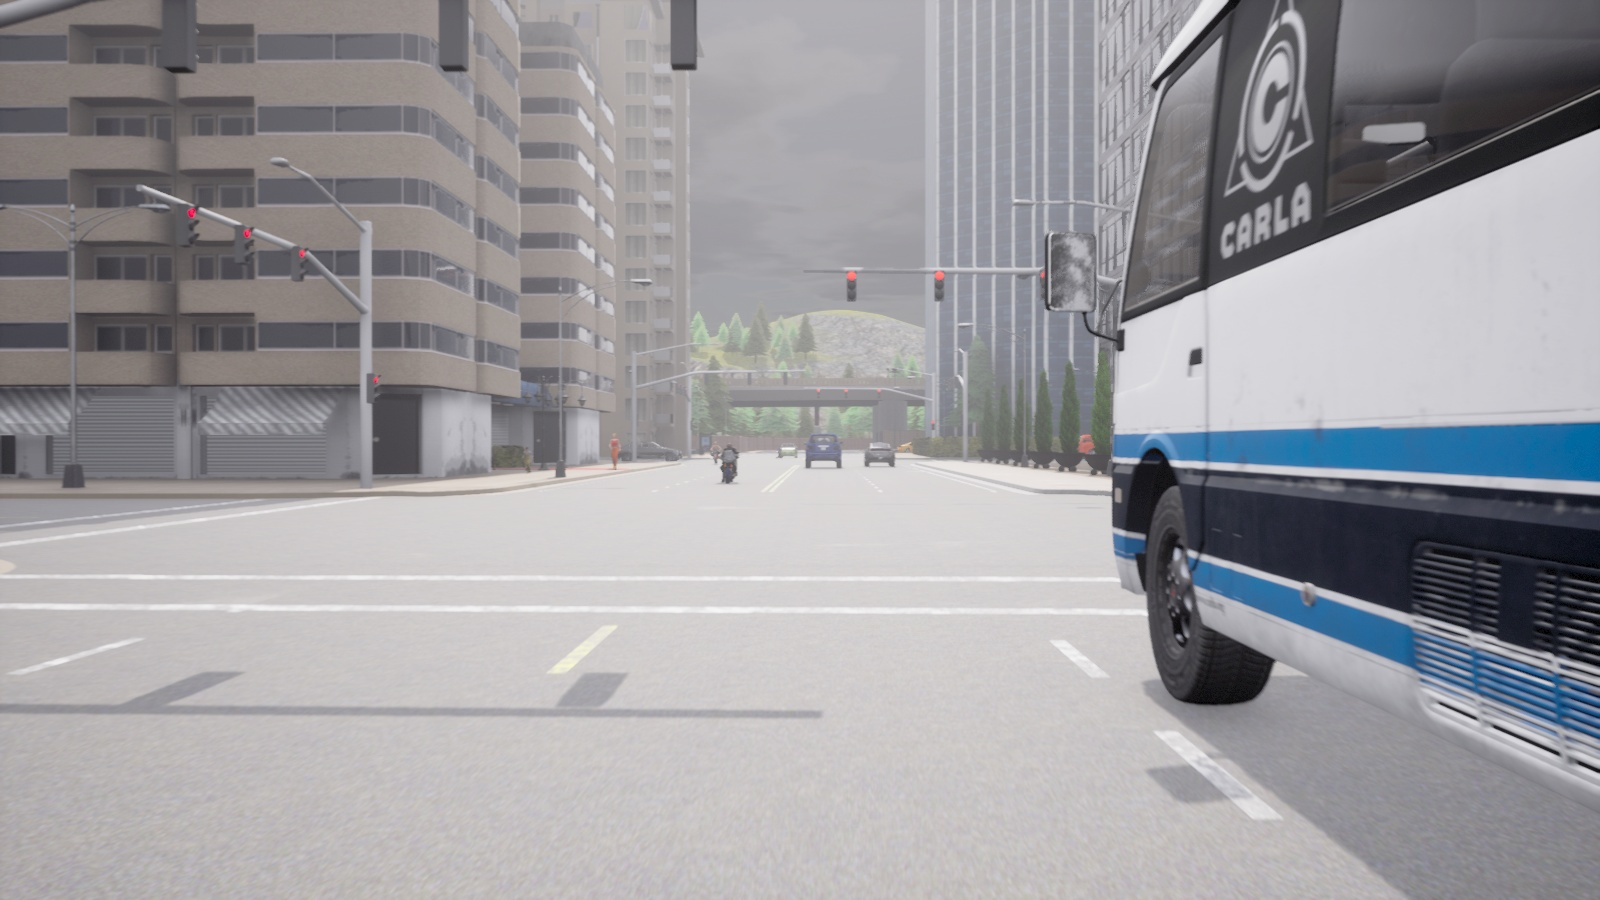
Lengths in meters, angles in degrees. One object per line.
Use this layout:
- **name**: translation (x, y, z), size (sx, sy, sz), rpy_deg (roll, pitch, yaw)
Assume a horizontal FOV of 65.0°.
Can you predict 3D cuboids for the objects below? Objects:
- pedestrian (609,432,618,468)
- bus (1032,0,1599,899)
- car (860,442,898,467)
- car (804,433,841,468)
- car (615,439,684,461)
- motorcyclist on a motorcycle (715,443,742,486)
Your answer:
- **pedestrian**: translation (-9.424, 0.009, 63.542), size (0.345, 1.836, 0.594), rpy_deg (0, 0, 1)
- **bus**: translation (3.589, -0.650, 4.080), size (3.944, 4.253, 10.273), rpy_deg (0, 0, 1)
- **car**: translation (4.946, 0.261, 79.148), size (2.128, 1.511, 4.902), rpy_deg (0, 0, 1)
- **car**: translation (1.372, 0.039, 75.156), size (2.150, 2.045, 5.566), rpy_deg (0, 0, 1)
- **car**: translation (-11.395, -0.022, 95.270), size (5.027, 1.651, 2.152), rpy_deg (0, 0, 0)
- **motorcyclist on a motorcycle**: translation (-2.644, 0.517, 46.585), size (0.866, 1.530, 2.191), rpy_deg (0, 0, 1)
